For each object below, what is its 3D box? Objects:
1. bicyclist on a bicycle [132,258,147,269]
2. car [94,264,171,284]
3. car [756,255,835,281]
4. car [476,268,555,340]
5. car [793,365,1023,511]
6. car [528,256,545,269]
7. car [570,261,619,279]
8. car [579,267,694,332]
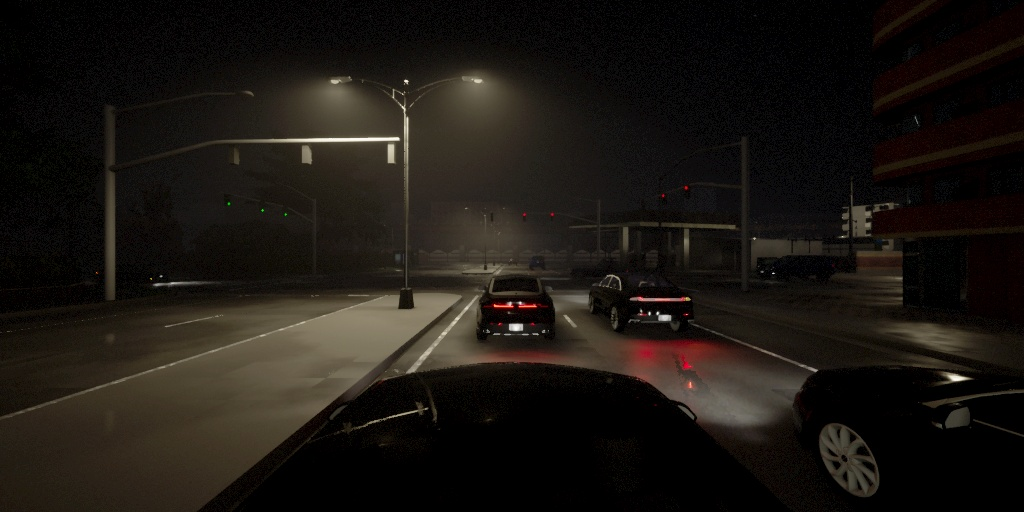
[{"bbox_3d":[-38.211,1.053,36.732,0.582,1.620,1.656,0,0,0],"label":"bicyclist on a bicycle"},{"bbox_3d":[-27.749,1.314,26.308,4.181,1.385,1.994,0,0,0],"label":"car"},{"bbox_3d":[23.618,0.972,29.923,5.566,2.045,2.150,0,0,-1],"label":"car"},{"bbox_3d":[0.100,1.255,9.984,1.837,1.490,4.892,0,0,0],"label":"car"},{"bbox_3d":[3.600,1.255,1.430,1.837,1.490,4.892,0,0,0],"label":"car"},{"bbox_3d":[3.703,0.971,53.731,2.150,2.045,5.566,0,0,0],"label":"car"},{"bbox_3d":[7.479,1.351,30.894,4.718,1.301,1.895,0,0,22],"label":"car"},{"bbox_3d":[3.607,1.242,10.838,2.128,1.511,4.902,0,0,0],"label":"car"}]
